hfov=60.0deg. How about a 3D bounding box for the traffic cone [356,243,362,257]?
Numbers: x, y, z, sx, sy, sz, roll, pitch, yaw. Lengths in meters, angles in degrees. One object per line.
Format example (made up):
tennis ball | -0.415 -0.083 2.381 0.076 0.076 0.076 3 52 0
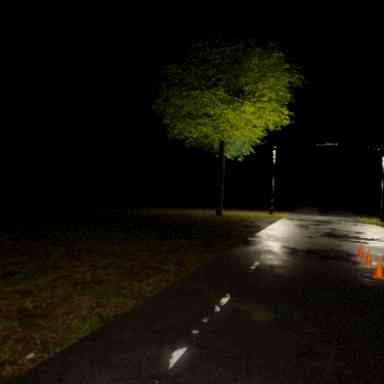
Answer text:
traffic cone | 7.154 2.457 14.095 0.340 0.580 0.340 3 -1 20

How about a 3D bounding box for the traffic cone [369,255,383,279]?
traffic cone | 5.810 2.351 10.329 0.340 0.580 0.340 3 -1 20

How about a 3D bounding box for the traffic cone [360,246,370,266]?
traffic cone | 6.482 2.404 12.212 0.340 0.580 0.340 3 -1 20
